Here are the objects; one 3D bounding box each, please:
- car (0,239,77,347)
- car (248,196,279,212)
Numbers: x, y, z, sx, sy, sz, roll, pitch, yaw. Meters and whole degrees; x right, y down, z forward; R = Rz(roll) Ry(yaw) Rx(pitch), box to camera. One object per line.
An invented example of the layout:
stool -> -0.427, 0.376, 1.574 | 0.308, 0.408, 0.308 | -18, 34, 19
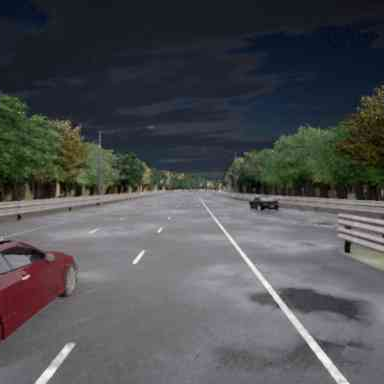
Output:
car -> -3.399, 1.478, 5.346 | 1.812, 1.442, 4.674 | 0, 0, 0
car -> 7.466, 1.209, 35.069 | 1.882, 1.535, 5.008 | 0, 1, -9
